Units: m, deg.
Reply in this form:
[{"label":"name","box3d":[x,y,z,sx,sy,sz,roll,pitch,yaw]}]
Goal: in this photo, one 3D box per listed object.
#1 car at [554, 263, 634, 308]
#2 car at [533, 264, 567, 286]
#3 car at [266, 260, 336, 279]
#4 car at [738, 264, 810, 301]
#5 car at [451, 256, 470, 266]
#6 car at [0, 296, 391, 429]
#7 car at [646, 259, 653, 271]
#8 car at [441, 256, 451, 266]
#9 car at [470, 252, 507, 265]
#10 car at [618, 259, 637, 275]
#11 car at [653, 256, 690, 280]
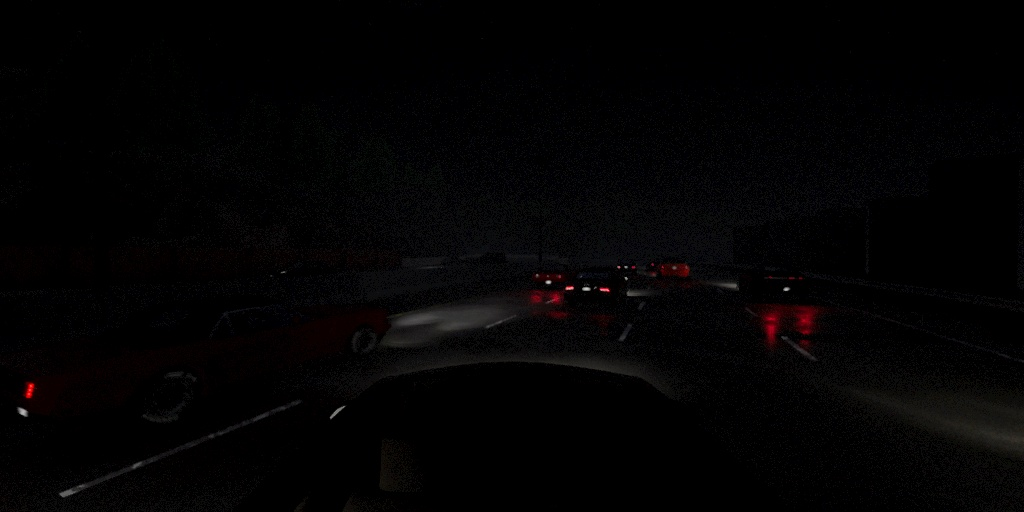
[{"label":"car","box3d":[3.581,1.172,14.714,2.033,1.411,5.357,0,1,23]},{"label":"car","box3d":[2.873,1.154,22.157,1.895,1.301,4.718,0,1,22]},{"label":"car","box3d":[-14.861,1.044,25.606,1.812,1.442,4.674,0,1,23]},{"label":"car","box3d":[11.955,1.098,16.653,2.128,1.511,4.902,0,1,22]},{"label":"car","box3d":[-4.998,0.845,42.812,2.128,1.511,4.902,0,1,16]},{"label":"car","box3d":[-4.262,1.311,5.816,1.895,1.301,4.718,0,1,25]},{"label":"car","box3d":[16.480,0.973,41.082,1.895,1.301,4.718,0,0,15]},{"label":"car","box3d":[-9.088,0.737,54.267,2.128,1.511,4.902,0,0,13]},{"label":"car","box3d":[-2.222,0.604,39.864,2.150,2.045,5.566,0,1,18]},{"label":"car","box3d":[10.753,0.989,33.781,2.033,1.411,5.357,0,1,18]},{"label":"car","box3d":[12.446,0.850,27.955,2.097,1.767,4.553,0,1,19]}]
